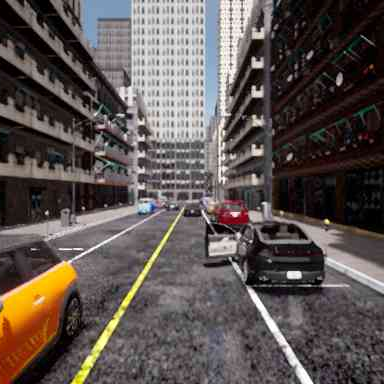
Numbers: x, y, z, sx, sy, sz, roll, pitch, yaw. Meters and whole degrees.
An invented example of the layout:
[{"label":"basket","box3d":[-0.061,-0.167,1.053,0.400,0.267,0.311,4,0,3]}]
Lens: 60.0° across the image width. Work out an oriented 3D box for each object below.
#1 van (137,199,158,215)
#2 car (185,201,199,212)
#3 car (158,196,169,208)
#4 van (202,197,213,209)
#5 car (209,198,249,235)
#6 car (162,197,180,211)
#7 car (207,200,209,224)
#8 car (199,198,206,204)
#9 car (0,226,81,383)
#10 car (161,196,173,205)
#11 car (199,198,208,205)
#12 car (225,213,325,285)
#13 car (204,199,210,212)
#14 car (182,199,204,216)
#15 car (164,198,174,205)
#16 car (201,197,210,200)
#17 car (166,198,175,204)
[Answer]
[{"label":"van","box3d":[-5.319,1.650,38.717,1.690,1.788,3.998,-1,0,0]},{"label":"car","box3d":[0.045,1.968,46.080,1.895,1.301,4.718,0,0,1]},{"label":"car","box3d":[-5.314,1.880,55.363,1.967,1.590,4.097,-1,0,0]},{"label":"van","box3d":[2.565,1.781,55.381,1.690,1.788,3.998,-1,0,0]},{"label":"car","box3d":[2.558,1.492,22.088,2.192,1.841,5.009,-1,0,0]},{"label":"car","box3d":[-2.741,1.894,48.437,2.128,1.511,4.902,0,0,0]},{"label":"car","box3d":[2.560,1.661,27.636,1.967,1.590,4.097,-1,0,0]},{"label":"car","box3d":[2.572,2.180,83.294,1.752,1.417,4.829,-1,0,0]},{"label":"car","box3d":[-2.850,1.381,3.513,2.097,1.767,4.553,0,0,0]},{"label":"car","box3d":[-5.313,1.883,72.010,2.192,1.841,5.009,-1,0,0]},{"label":"car","box3d":[2.571,2.155,77.575,1.887,1.381,4.507,-1,0,0]},{"label":"car","box3d":[2.231,1.583,9.683,1.837,1.490,4.892,0,0,0]},{"label":"car","box3d":[2.564,1.836,38.903,1.752,1.417,4.829,-1,0,0]},{"label":"car","box3d":[0.068,1.811,35.694,1.812,1.442,4.674,0,0,1]},{"label":"car","box3d":[-5.309,2.176,77.558,1.947,1.339,4.313,-1,0,0]},{"label":"car","box3d":[2.564,1.793,44.282,1.967,1.590,4.097,-1,0,0]},{"label":"car","box3d":[-5.308,2.198,83.106,1.887,1.381,4.507,-1,0,0]}]
